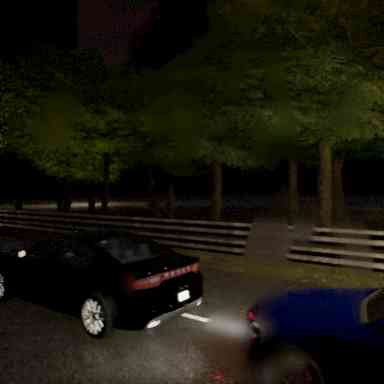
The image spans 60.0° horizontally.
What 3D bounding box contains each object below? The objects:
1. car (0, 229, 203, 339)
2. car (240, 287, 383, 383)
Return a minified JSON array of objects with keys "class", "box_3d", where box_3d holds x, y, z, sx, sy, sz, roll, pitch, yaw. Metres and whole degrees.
[{"class":"car","box_3d":[-2.151,1.499,6.701,5.008,1.535,1.882,0,0,36]},{"class":"car","box_3d":[2.751,1.524,3.195,4.674,1.442,1.812,0,0,36]}]
